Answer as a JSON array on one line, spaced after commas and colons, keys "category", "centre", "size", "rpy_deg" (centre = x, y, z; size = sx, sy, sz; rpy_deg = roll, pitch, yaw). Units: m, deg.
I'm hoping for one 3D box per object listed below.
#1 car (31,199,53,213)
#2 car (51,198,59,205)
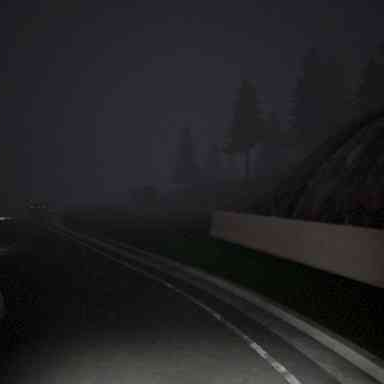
[{"category": "car", "centre": [-18.874, 1.840, 41.381], "size": [2.033, 1.411, 5.357], "rpy_deg": [-1, 0, -20]}, {"category": "car", "centre": [-28.681, 1.993, 68.793], "size": [1.994, 1.385, 4.181], "rpy_deg": [-1, 0, -19]}]
